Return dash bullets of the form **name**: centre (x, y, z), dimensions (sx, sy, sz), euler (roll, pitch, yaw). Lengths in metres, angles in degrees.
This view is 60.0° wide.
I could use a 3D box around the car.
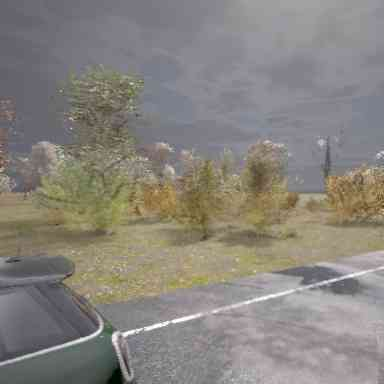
- **car**: centre (-2.665, 1.345, 2.069), dimensions (4.553, 1.767, 2.097), euler (0, 0, -35)
